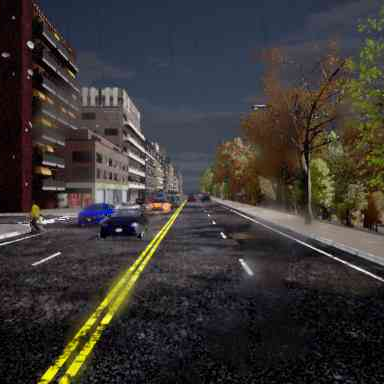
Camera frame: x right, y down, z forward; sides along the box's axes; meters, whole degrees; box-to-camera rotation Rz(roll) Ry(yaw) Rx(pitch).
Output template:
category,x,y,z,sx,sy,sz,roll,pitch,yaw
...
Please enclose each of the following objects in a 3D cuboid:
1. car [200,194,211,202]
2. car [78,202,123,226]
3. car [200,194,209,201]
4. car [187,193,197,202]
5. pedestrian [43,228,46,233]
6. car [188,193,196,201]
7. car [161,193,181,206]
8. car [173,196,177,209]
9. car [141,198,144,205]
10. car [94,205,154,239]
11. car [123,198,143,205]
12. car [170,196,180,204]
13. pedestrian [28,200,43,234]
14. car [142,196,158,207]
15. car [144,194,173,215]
category,x,y,z,sx,sy,sz,roll,pitch,yaw
car,3.224,1.513,74.129,1.837,1.490,4.892,0,0,0
car,-6.621,1.532,23.900,1.882,1.535,5.008,0,0,0
car,3.220,1.294,84.515,2.097,1.767,4.553,0,0,0
car,-0.026,1.491,74.127,1.882,1.535,5.008,0,0,0
pedestrian,-8.323,1.675,18.396,0.500,1.100,0.500,0,0,0
car,-0.030,1.164,84.574,2.150,2.045,5.566,0,0,0
car,-3.359,1.362,52.845,2.097,1.767,4.553,0,0,0
car,-3.368,1.569,43.787,1.994,1.385,4.181,0,0,0
car,-6.615,1.511,43.542,1.837,1.490,4.892,0,0,0
car,-3.360,1.566,17.252,1.994,1.385,4.181,0,0,0
car,-6.614,1.656,34.164,1.895,1.301,4.718,0,1,0
car,-3.305,1.520,65.827,1.837,1.490,4.892,0,0,0
pedestrian,-8.384,1.295,17.794,0.375,1.860,0.375,0,0,0
car,-6.610,1.488,53.121,1.882,1.535,5.008,0,0,0
car,-3.371,1.393,34.405,2.097,1.767,4.553,0,0,0
